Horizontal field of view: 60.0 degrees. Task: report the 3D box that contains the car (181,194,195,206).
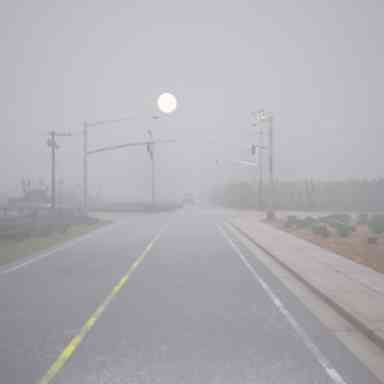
[{"bbox_3d":[-0.708,1.328,59.337,2.150,2.045,5.566,0,0,-2],"label":"car"}]
